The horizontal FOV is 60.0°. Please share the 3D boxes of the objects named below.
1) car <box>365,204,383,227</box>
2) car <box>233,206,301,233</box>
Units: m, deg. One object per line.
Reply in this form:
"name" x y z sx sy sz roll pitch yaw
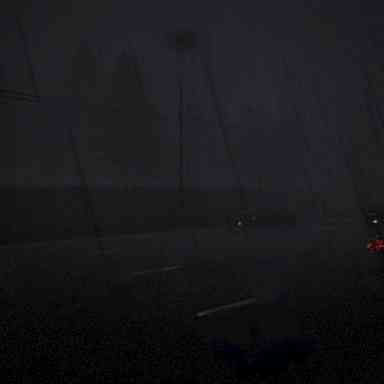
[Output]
"car" 13.181 1.542 21.741 4.892 1.490 1.837 0 0 -35
"car" 4.537 1.549 19.872 4.674 1.442 1.812 0 0 -36
